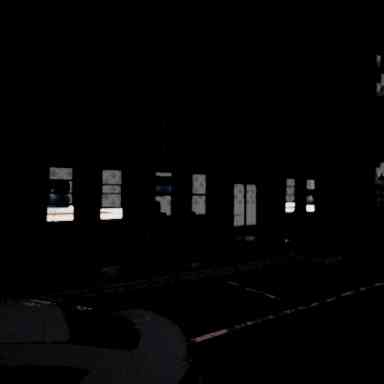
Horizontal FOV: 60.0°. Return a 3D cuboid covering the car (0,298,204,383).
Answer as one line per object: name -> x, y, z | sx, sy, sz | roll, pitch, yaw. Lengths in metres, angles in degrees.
car -> -2.043, 1.524, 1.918 | 4.674, 1.442, 1.812 | 1, 0, -35

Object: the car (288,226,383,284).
car -> 4.649, 1.679, 9.825 | 4.206, 1.307, 1.802 | 1, 0, -35
